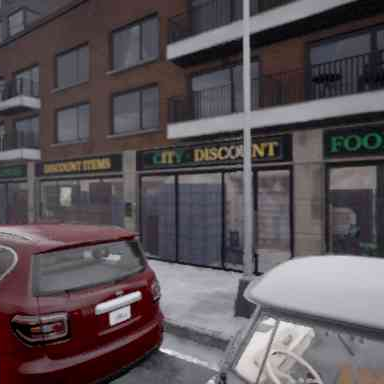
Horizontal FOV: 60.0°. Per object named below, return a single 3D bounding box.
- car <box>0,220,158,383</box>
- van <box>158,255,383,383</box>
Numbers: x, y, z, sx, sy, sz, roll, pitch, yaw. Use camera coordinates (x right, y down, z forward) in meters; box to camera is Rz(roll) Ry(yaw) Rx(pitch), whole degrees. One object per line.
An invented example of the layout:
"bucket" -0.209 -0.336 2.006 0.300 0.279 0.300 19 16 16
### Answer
"car" -2.670 1.344 4.756 5.009 1.841 2.192 0 0 36
"van" 1.934 1.336 1.469 3.998 1.788 1.690 0 0 36
